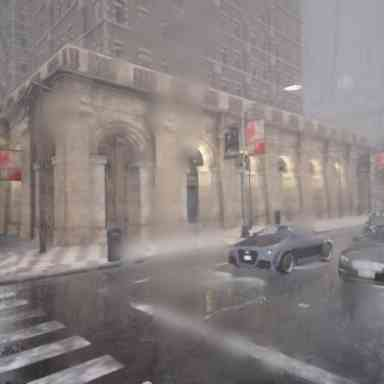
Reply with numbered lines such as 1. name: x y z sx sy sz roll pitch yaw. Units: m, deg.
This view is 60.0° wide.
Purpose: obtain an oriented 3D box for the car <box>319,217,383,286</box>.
1. car: 5.919 1.652 9.372 4.902 1.511 2.128 0 -2 -41

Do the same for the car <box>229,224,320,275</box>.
1. car: 3.186 1.850 11.624 4.181 1.385 1.994 0 -2 -42

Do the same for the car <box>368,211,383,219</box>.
1. car: 11.621 1.820 19.268 4.902 1.511 2.128 0 -2 -42
